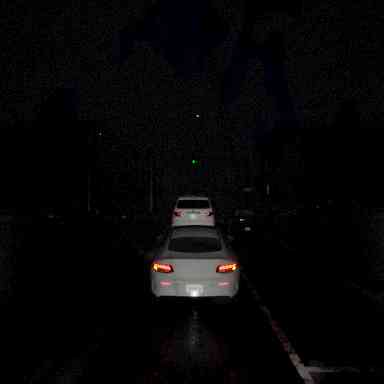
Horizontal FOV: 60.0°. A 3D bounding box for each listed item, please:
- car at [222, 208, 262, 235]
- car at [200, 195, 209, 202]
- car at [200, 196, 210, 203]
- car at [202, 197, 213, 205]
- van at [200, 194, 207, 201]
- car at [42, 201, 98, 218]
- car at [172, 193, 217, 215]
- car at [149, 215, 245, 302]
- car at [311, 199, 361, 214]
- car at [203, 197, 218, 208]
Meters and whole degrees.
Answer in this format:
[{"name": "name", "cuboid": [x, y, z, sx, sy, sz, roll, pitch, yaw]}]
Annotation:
[{"name": "car", "cuboid": [2.678, 1.546, 18.232, 2.008, 1.369, 4.403, -1, 0, 0]}, {"name": "car", "cuboid": [2.866, 1.453, 78.340, 1.967, 1.590, 4.097, -1, 0, 0]}, {"name": "car", "cuboid": [2.851, 1.555, 72.807, 1.887, 1.381, 4.507, -1, 0, 0]}, {"name": "car", "cuboid": [2.816, 1.588, 61.742, 1.802, 1.307, 4.206, -1, 0, 0]}, {"name": "van", "cuboid": [2.881, 1.356, 83.872, 1.690, 1.788, 3.998, -1, 0, 0]}, {"name": "car", "cuboid": [-11.044, 1.593, 30.226, 4.902, 1.511, 2.128, 0, 1, 0]}, {"name": "car", "cuboid": [0.095, 1.219, 18.517, 2.150, 2.045, 5.566, 0, 0, 1]}, {"name": "car", "cuboid": [0.080, 1.523, 8.125, 1.812, 1.442, 4.674, 0, 0, 1]}, {"name": "car", "cuboid": [14.259, 1.405, 33.093, 4.674, 1.442, 1.812, 0, 1, -2]}, {"name": "car", "cuboid": [2.781, 1.547, 50.677, 1.887, 1.381, 4.507, -1, 0, 0]}]
